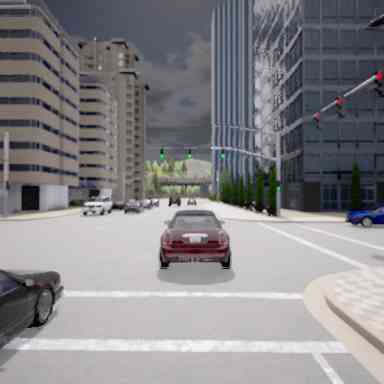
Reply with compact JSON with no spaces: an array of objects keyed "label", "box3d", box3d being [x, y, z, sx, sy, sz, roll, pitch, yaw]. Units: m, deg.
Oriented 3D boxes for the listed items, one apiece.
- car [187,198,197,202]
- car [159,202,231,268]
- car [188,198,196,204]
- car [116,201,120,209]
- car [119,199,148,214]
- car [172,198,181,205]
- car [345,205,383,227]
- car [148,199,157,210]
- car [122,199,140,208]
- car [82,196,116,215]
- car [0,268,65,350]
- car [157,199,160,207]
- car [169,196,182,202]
[{"label":"car","box3d":[0.001,2.104,69.068,1.994,1.385,4.181,0,0,0]},{"label":"car","box3d":[0.093,1.399,11.539,2.097,1.767,4.553,0,-1,0]},{"label":"car","box3d":[0.002,2.117,77.562,1.812,1.442,4.674,0,0,0]},{"label":"car","box3d":[-10.590,1.984,47.458,1.895,1.301,4.718,0,0,0]},{"label":"car","box3d":[-7.098,1.880,41.204,2.033,1.411,5.357,0,0,0]},{"label":"car","box3d":[-3.498,2.105,78.032,1.882,1.535,5.008,0,0,0]},{"label":"car","box3d":[13.294,1.608,23.095,5.008,1.535,1.882,0,0,1]},{"label":"car","box3d":[-7.079,1.900,50.717,2.128,1.511,4.902,0,0,0]},{"label":"car","box3d":[-10.538,1.957,57.836,2.128,1.511,4.902,0,0,1]},{"label":"car","box3d":[-10.598,1.526,37.693,2.150,2.045,5.566,0,-1,0]},{"label":"car","box3d":[-3.409,1.581,4.045,2.033,1.411,5.357,0,0,0]},{"label":"car","box3d":[-7.011,1.982,60.965,2.128,1.511,4.902,0,0,0]},{"label":"car","box3d":[-3.400,1.753,66.010,2.150,2.045,5.566,0,0,0]}]
